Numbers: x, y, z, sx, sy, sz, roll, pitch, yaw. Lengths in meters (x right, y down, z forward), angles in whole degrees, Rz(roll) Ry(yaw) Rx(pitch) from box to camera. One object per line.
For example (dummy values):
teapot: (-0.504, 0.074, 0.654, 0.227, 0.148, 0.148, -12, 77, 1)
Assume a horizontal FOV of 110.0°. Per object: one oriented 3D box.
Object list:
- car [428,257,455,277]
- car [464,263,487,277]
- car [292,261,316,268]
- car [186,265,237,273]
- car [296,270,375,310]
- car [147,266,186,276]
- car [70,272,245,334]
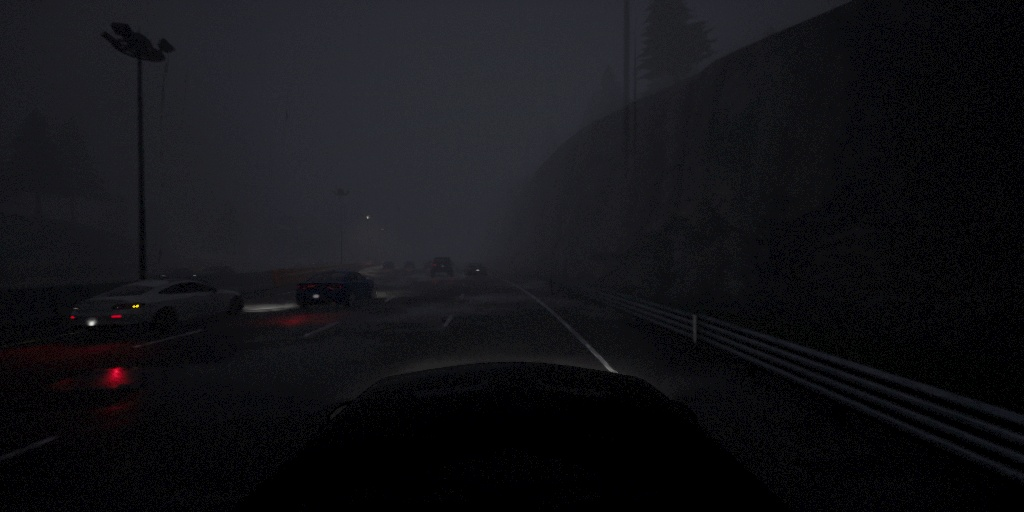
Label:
car: (-7.660, 1.113, 38.915, 2.150, 2.045, 5.566, -1, 0, -14)
car: (-3.864, 1.395, 37.548, 1.994, 1.385, 4.181, -1, 0, -13)
car: (-28.592, 1.784, 48.479, 1.994, 1.385, 4.181, -1, 0, -15)
car: (-28.474, 1.713, 34.541, 1.837, 1.490, 4.892, -1, 1, -13)
car: (-7.526, 1.353, 15.798, 1.882, 1.535, 5.008, 0, 0, -5)
car: (-31.823, 1.739, 33.499, 1.882, 1.535, 5.008, -1, 0, -13)
car: (-10.735, 1.447, 11.334, 1.812, 1.442, 4.674, -1, 0, -4)
